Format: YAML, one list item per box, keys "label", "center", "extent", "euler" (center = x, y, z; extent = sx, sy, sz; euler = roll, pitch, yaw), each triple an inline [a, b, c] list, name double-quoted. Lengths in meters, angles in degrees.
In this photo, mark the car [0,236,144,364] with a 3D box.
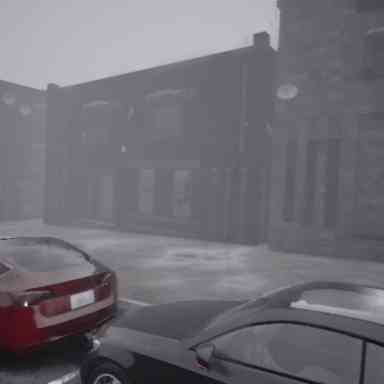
- label: "car"
  center: [-3.419, 1.549, 5.982]
  extent: [4.792, 1.488, 2.163]
  euler: [0, 0, 36]
